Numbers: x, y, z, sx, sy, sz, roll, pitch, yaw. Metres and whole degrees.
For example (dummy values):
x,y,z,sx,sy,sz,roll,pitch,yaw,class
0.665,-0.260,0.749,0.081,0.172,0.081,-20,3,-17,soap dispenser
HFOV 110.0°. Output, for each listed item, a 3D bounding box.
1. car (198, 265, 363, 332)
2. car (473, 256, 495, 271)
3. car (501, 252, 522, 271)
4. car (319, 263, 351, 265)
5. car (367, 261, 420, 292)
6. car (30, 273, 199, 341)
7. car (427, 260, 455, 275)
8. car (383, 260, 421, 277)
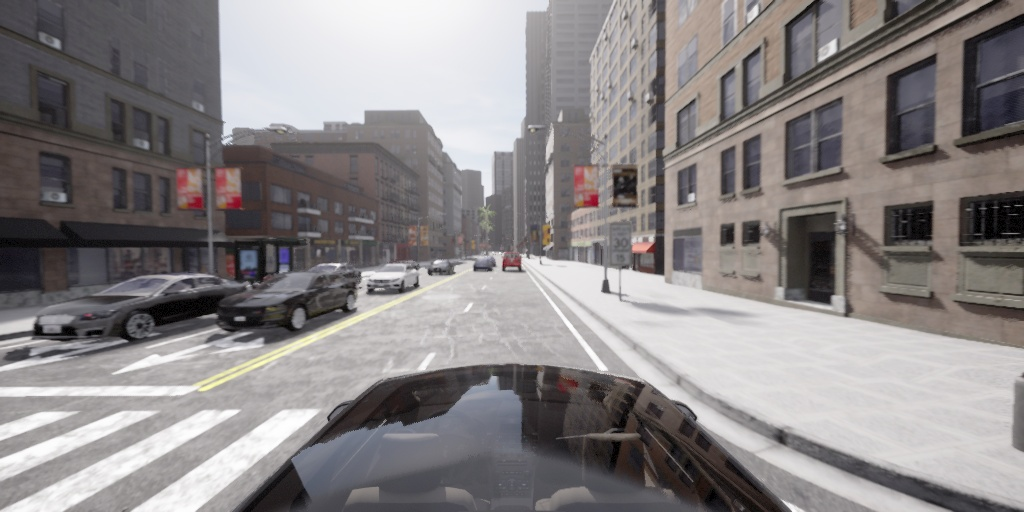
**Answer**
x,y,z,sx,sy,sz,roll,pitch,yaw,class
-6.606,1.225,11.203,1.882,1.535,5.008,0,1,0,car
-3.274,0.933,40.257,1.994,1.385,4.181,0,1,0,car
-0.026,0.574,39.868,2.150,2.045,5.566,0,1,0,car
-9.860,1.156,19.530,2.128,1.511,4.902,0,1,0,car
-6.596,1.158,20.423,1.812,1.442,4.674,0,1,0,car
-9.854,1.273,10.126,2.128,1.511,4.902,0,1,0,car
-6.610,1.033,33.767,1.994,1.385,4.181,0,1,-1,car
-9.857,1.105,32.539,1.895,1.301,4.718,0,1,1,car
